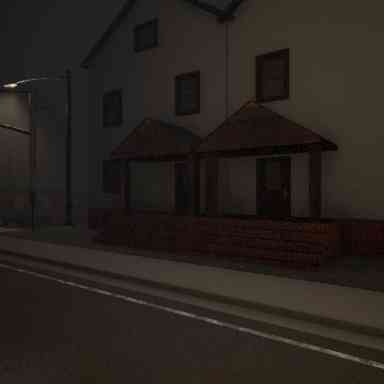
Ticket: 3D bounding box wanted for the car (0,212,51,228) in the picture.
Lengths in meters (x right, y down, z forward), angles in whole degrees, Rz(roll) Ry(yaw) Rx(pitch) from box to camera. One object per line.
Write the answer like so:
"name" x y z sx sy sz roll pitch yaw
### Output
"car" -15.228 2.586 30.076 1.837 1.490 4.892 0 -8 36
